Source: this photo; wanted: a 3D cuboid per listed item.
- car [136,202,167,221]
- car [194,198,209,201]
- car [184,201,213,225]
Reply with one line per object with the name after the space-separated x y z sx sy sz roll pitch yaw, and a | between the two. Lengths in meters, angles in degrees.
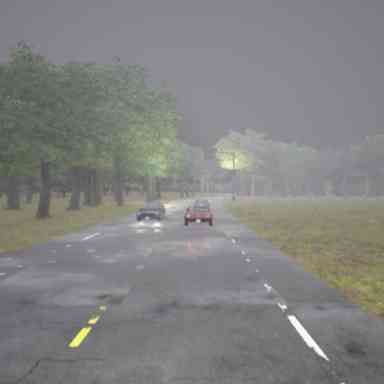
-3.133 1.509 26.698 2.033 1.411 5.357 0 0 2 | car
1.220 1.471 41.951 1.994 1.385 4.181 0 0 3 | car
0.473 1.570 23.563 1.895 1.301 4.718 0 0 2 | car
